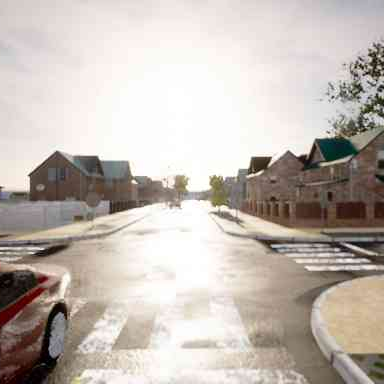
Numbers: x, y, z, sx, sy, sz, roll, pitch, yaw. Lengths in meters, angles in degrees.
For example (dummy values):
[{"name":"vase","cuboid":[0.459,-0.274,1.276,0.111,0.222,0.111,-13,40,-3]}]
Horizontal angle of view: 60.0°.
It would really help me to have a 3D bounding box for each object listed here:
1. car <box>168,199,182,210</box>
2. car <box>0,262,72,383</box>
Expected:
[{"name":"car","cuboid":[-2.651,1.943,52.938,2.128,1.511,4.902,0,-1,0]},{"name":"car","cuboid":[-2.745,1.498,3.044,1.882,1.535,5.008,0,0,0]}]
